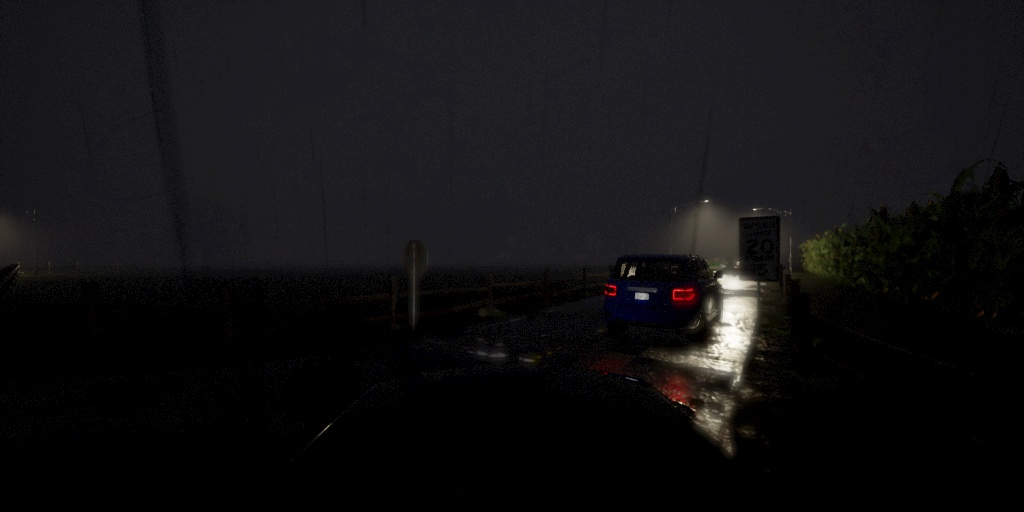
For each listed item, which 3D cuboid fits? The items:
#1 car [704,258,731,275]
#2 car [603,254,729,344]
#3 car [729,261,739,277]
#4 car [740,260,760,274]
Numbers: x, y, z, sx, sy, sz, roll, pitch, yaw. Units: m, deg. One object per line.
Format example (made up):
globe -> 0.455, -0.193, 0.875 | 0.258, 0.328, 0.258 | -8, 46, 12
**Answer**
car -> 22.948, 1.105, 40.031 | 2.097, 1.767, 4.553 | 0, 0, 36
car -> 4.413, 0.971, 9.981 | 2.150, 2.045, 5.566 | 0, 0, 36
car -> 22.843, 1.257, 35.135 | 2.128, 1.511, 4.902 | 0, 0, 37
car -> 28.963, 1.298, 43.603 | 1.812, 1.442, 4.674 | 0, 0, 36
